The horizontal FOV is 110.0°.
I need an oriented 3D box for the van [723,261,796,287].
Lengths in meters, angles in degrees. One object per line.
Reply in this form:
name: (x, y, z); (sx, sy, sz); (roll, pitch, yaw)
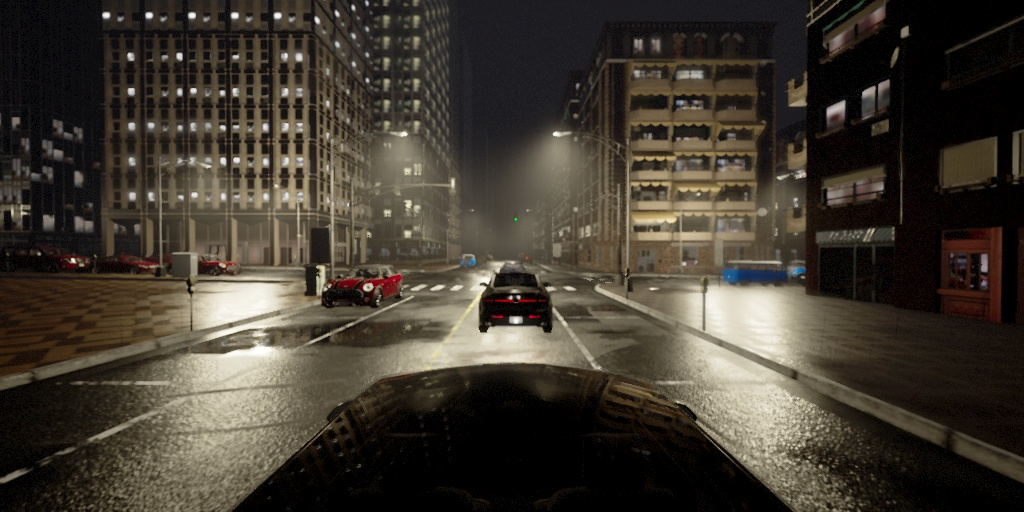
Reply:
van: (16.873, 1.234, 24.898); (3.998, 1.789, 1.690); (0, 0, 0)

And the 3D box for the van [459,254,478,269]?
van: (-5.767, 0.675, 46.612); (1.690, 1.789, 3.998); (0, 0, 0)

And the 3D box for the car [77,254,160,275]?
car: (-26.761, 0.637, 24.853); (4.207, 1.307, 1.802); (0, 0, 0)

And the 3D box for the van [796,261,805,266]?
van: (27.865, 1.352, 33.462); (3.998, 1.789, 1.690); (0, 0, 0)

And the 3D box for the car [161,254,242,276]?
car: (-21.187, 0.601, 24.876); (4.097, 1.591, 1.967); (0, 0, 0)

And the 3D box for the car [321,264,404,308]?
car: (-5.711, 1.073, 14.139); (1.967, 1.591, 4.097); (0, 0, 0)

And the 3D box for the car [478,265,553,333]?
car: (0.086, 1.171, 10.434); (1.837, 1.490, 4.892); (0, 0, 0)

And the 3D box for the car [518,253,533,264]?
car: (2.584, 0.501, 63.280); (2.192, 1.841, 5.009); (0, 0, 0)

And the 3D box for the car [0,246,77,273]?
car: (-32.335, 0.263, 24.830); (5.009, 1.841, 2.192); (0, 0, 0)

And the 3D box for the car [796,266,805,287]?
car: (22.412, 1.563, 25.091); (4.313, 1.339, 1.948); (0, 0, 0)

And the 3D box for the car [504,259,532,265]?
car: (0.080, 1.135, 24.589); (1.994, 1.385, 4.181); (1, 1, 0)
